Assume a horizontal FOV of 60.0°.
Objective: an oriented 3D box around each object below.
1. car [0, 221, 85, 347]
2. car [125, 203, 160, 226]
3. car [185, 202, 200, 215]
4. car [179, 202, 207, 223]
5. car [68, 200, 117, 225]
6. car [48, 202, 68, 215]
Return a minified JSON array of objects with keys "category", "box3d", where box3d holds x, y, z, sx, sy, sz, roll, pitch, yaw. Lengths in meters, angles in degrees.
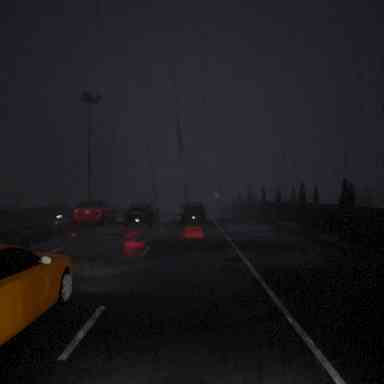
[{"category":"car","box3d":[-3.396,1.476,4.962,1.882,1.535,5.008,0,0,0]},{"category":"car","box3d":[-3.391,1.497,23.041,1.837,1.490,4.892,0,0,0]},{"category":"car","box3d":[0.116,2.168,42.855,1.812,1.442,4.674,0,-4,0]},{"category":"car","box3d":[0.110,1.501,25.538,1.837,1.490,4.892,0,0,0]},{"category":"car","box3d":[-6.891,1.344,24.031,2.097,1.767,4.553,0,0,0]},{"category":"car","box3d":[-13.990,1.760,34.994,1.994,1.385,4.181,0,-2,0]}]
